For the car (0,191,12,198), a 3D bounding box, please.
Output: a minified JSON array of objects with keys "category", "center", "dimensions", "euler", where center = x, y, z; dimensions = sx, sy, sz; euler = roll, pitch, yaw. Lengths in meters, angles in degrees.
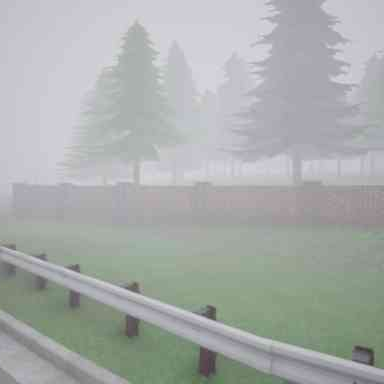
[{"category":"car","center":[-46.516,0.726,82.595],"dimensions":[1.882,1.535,5.008],"euler":[0,0,-17]}]
